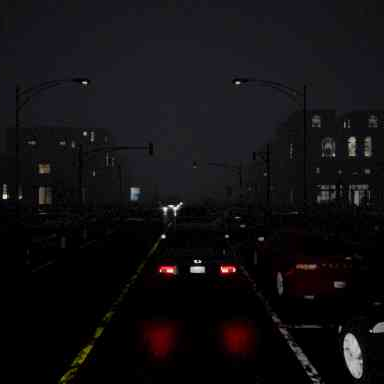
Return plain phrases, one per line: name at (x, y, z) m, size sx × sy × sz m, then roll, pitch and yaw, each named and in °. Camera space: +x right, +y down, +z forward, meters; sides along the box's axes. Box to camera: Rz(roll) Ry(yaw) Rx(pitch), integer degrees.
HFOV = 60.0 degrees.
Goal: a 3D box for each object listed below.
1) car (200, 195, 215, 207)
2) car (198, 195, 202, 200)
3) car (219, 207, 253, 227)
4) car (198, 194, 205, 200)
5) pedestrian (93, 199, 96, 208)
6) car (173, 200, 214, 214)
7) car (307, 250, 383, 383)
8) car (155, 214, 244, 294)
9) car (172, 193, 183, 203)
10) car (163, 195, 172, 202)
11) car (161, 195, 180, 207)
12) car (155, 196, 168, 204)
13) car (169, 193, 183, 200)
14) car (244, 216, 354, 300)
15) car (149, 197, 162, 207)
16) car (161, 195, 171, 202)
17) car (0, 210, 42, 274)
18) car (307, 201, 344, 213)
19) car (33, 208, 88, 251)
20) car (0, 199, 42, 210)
car at (2.622, 1.572, 52.027) m, size 1.947 × 1.339 × 4.313 m, roll 0°, pitch 0°, yaw 0°
car at (2.607, 1.590, 63.069) m, size 1.802 × 1.307 × 4.206 m, roll 0°, pitch 0°, yaw 0°
car at (2.667, 1.553, 19.637) m, size 2.008 × 1.369 × 4.403 m, roll 0°, pitch 0°, yaw 0°
car at (2.570, 1.458, 90.680) m, size 1.967 × 1.590 × 4.097 m, roll 0°, pitch 0°, yaw 0°
pedestrian at (-12.612, 1.415, 43.151) m, size 0.375 × 1.300 × 0.375 m, roll 0°, pitch -1°, yaw 1°
car at (0.073, 1.480, 19.401) m, size 1.882 × 1.535 × 5.008 m, roll 0°, pitch 0°, yaw 0°
car at (2.690, 1.551, 2.561) m, size 2.008 × 1.369 × 4.403 m, roll 0°, pitch 0°, yaw 0°
car at (0.092, 1.548, 8.934) m, size 2.033 × 1.411 × 5.357 m, roll 0°, pitch 0°, yaw 0°
car at (-3.100, 1.236, 72.077) m, size 2.150 × 2.045 × 5.566 m, roll 0°, pitch 0°, yaw 0°
car at (-5.796, 1.539, 79.469) m, size 1.752 × 1.417 × 4.829 m, roll 0°, pitch 0°, yaw 0°
car at (-3.179, 1.532, 51.070) m, size 1.812 × 1.442 × 4.674 m, roll 0°, pitch 0°, yaw 1°
car at (-5.774, 1.559, 63.072) m, size 2.008 × 1.369 × 4.403 m, roll 0°, pitch 0°, yaw 0°
car at (-3.151, 1.500, 61.422) m, size 2.128 × 1.511 × 4.902 m, roll 0°, pitch 0°, yaw 0°
car at (2.682, 1.546, 8.253) m, size 1.887 × 1.381 × 4.507 m, roll 0°, pitch 0°, yaw 0°
car at (-5.758, 1.588, 52.029) m, size 1.802 × 1.307 × 4.206 m, roll 0°, pitch 0°, yaw 0°
car at (-5.788, 1.452, 74.116) m, size 1.967 × 1.590 × 4.097 m, roll 0°, pitch 0°, yaw 0°
car at (-5.698, 1.441, 8.258) m, size 1.967 × 1.590 × 4.097 m, roll 0°, pitch 0°, yaw 0°
car at (14.759, 1.653, 37.230) m, size 4.181 × 1.385 × 1.994 m, roll 0°, pitch 0°, yaw 1°
car at (-5.706, 1.552, 13.951) m, size 2.008 × 1.369 × 4.403 m, roll 0°, pitch 0°, yaw 0°
car at (-18.419, 1.468, 34.497) m, size 5.357 × 1.411 × 2.033 m, roll 0°, pitch 0°, yaw 1°
